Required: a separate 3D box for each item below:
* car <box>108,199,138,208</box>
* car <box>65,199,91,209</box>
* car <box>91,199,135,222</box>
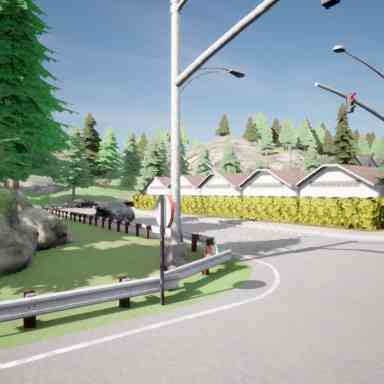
[{"bbox_3d":[-11.010,1.777,53.305,1.895,1.301,4.718,0,0,33],"label":"car"},{"bbox_3d":[-16.566,1.725,49.533,2.033,1.411,5.357,0,0,14],"label":"car"},{"bbox_3d":[-6.504,1.543,27.931,2.097,1.767,4.553,0,0,-35],"label":"car"}]
